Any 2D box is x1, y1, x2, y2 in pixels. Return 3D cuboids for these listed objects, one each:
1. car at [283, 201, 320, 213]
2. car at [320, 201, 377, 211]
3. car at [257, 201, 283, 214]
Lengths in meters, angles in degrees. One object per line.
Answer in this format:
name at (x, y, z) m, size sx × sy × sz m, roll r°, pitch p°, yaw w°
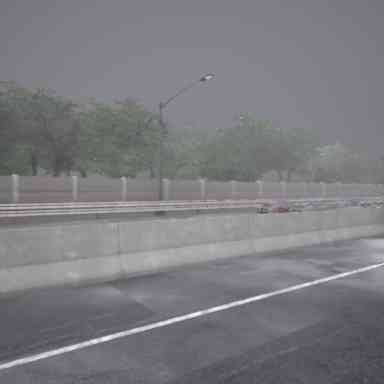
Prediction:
car at (10.167, 1.512, 28.485) m, size 4.181 × 1.385 × 1.994 m, roll 0°, pitch 0°, yaw -36°
car at (12.604, 1.438, 25.925) m, size 4.902 × 1.511 × 2.128 m, roll 0°, pitch 0°, yaw -36°
car at (8.131, 1.512, 31.332) m, size 4.181 × 1.385 × 1.994 m, roll 0°, pitch 0°, yaw -36°
